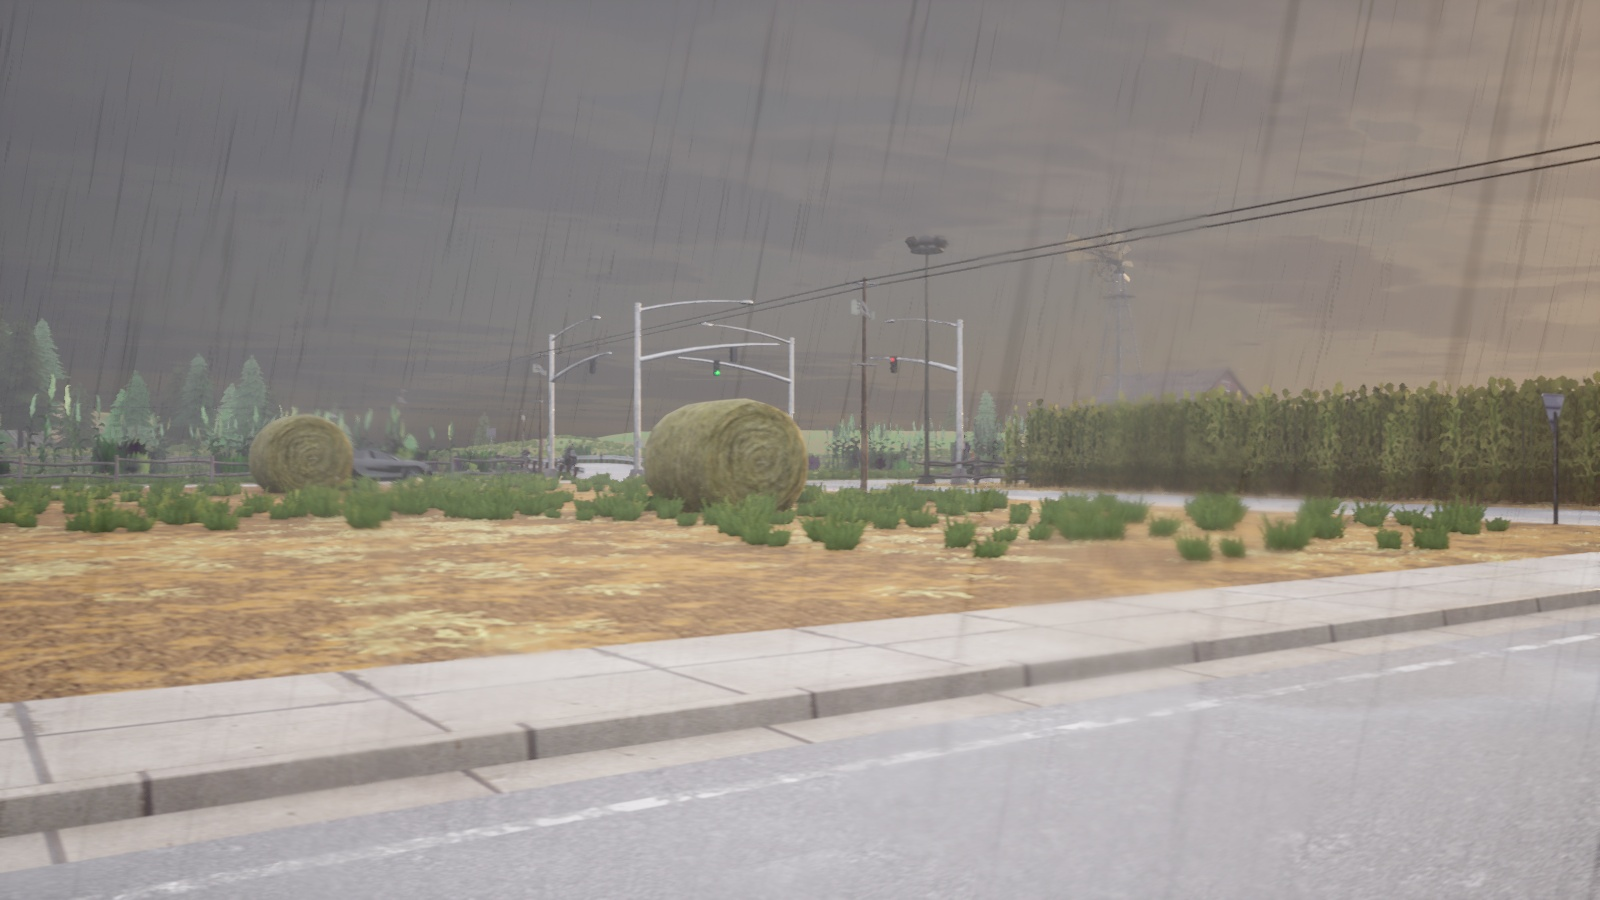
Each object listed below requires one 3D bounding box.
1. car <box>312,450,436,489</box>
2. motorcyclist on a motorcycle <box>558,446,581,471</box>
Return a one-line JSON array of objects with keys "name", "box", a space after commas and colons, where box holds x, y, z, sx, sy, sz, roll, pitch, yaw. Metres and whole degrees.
[{"name": "car", "box": [-18.702, 0.842, 55.177, 4.856, 1.649, 2.033, 0, 0, -31]}, {"name": "motorcyclist on a motorcycle", "box": [-14.933, 0.547, 81.390, 0.866, 1.530, 2.191, 0, 2, -28]}]
